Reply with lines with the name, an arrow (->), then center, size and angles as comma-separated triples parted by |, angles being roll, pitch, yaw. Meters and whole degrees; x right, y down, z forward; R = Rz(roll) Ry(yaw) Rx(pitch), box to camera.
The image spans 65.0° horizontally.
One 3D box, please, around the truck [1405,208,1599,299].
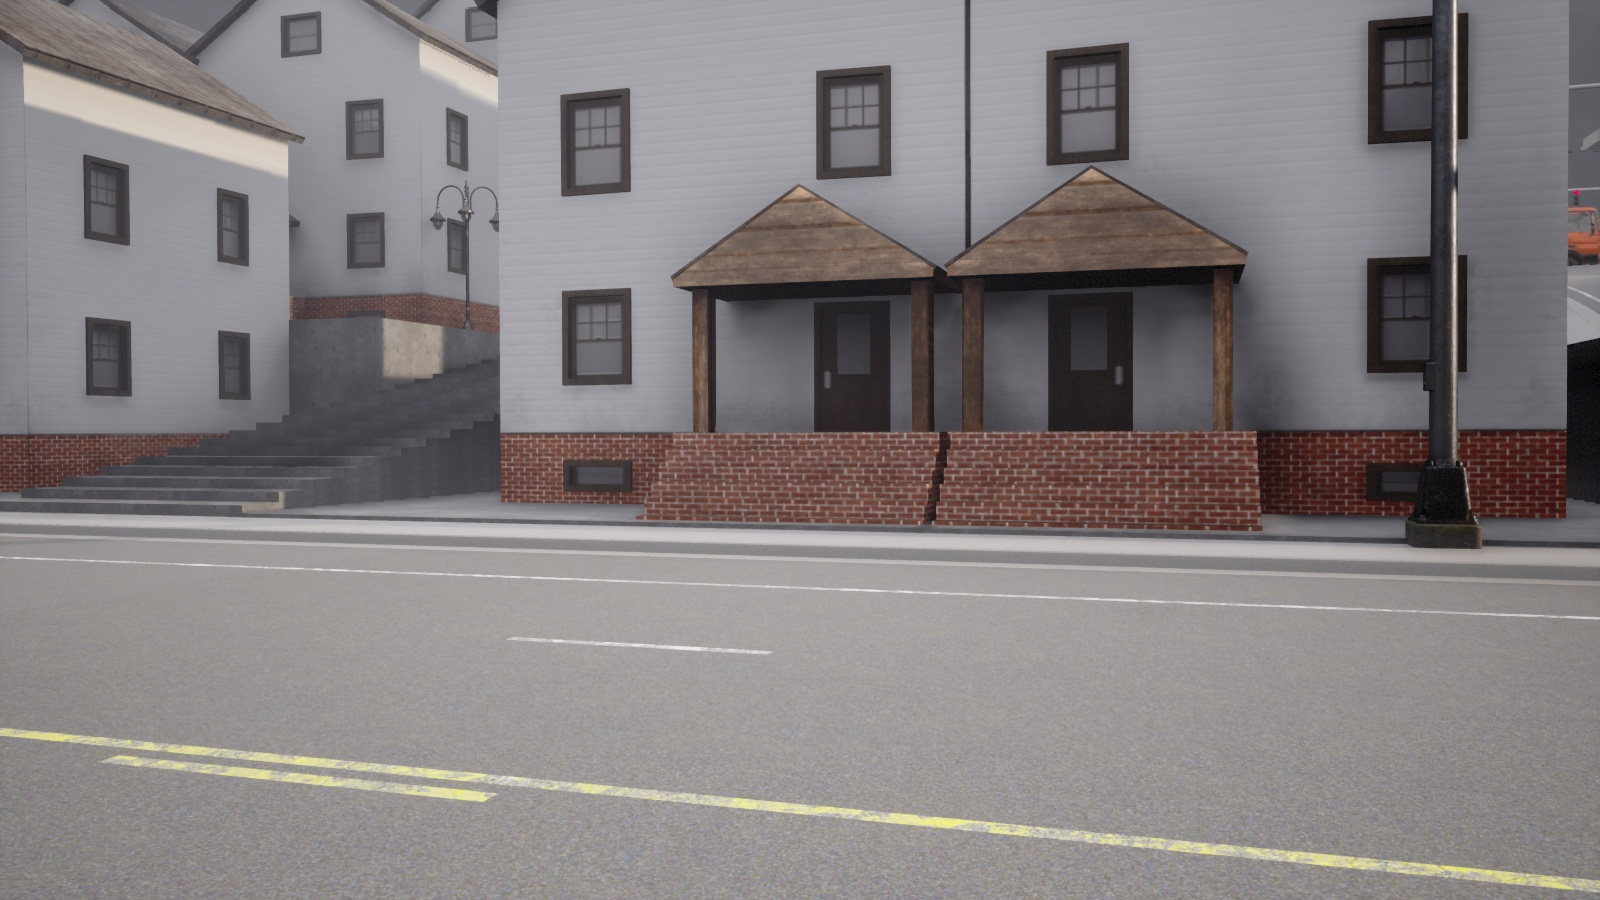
truck -> 32.510, -8.984, 57.970 | 7.936, 3.462, 2.891 | 0, 1, 18
